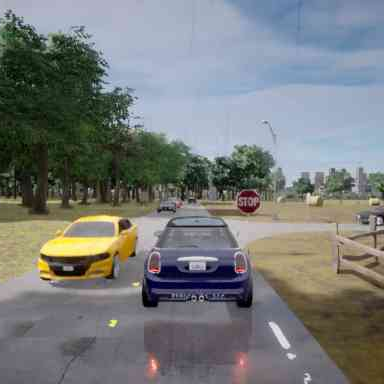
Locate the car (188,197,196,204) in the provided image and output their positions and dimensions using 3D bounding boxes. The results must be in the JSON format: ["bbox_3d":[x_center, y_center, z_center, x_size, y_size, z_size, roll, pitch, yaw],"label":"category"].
[{"bbox_3d":[0.047,1.892,75.422,1.837,1.490,4.892,0,-1,0],"label":"car"}]

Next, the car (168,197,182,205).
[{"bbox_3d":[-2.808,1.510,48.288,2.097,1.767,4.553,0,-1,0],"label":"car"}]

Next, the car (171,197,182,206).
[{"bbox_3d":[-2.783,1.755,60.647,1.837,1.490,4.892,0,-1,-2],"label":"car"}]

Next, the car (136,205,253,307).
[{"bbox_3d":[0.104,1.360,8.135,2.097,1.767,4.553,0,0,0],"label":"car"}]

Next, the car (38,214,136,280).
[{"bbox_3d":[-2.846,1.488,10.149,1.882,1.535,5.008,0,0,0],"label":"car"}]

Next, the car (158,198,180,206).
[{"bbox_3d":[-2.813,1.656,38.293,1.994,1.385,4.181,0,0,1],"label":"car"}]

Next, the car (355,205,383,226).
[{"bbox_3d":[14.194,1.597,23.558,4.892,1.490,1.837,0,-2,0],"label":"car"}]
